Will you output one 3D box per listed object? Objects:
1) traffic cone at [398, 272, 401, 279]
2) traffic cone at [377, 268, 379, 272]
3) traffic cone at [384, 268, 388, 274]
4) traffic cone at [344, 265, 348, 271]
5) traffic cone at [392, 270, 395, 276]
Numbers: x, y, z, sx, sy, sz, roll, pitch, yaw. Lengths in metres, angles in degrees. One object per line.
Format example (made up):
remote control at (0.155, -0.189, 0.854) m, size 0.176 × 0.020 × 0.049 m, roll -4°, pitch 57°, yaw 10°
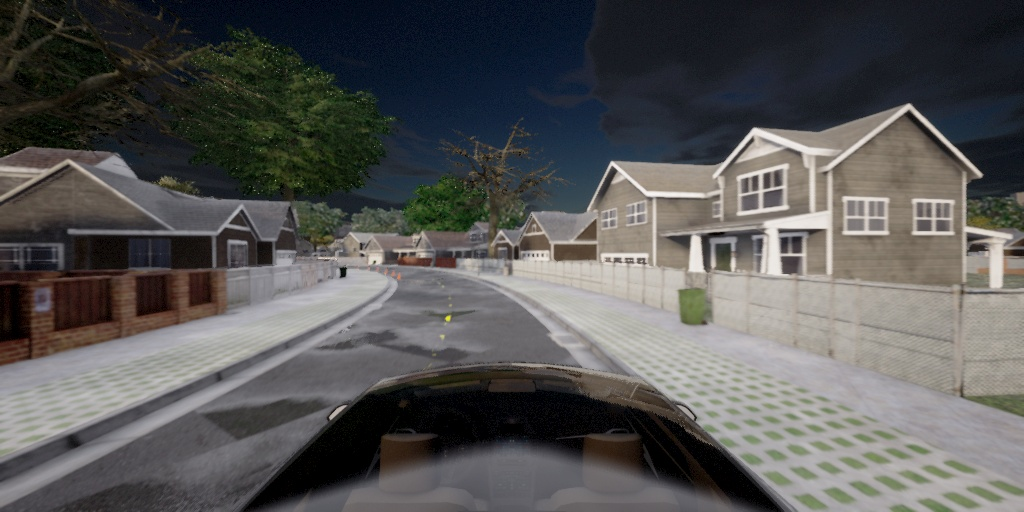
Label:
traffic cone at (-9.375, 1.628, 29.822) m, size 0.340 × 0.580 × 0.340 m, roll 0°, pitch 0°, yaw -22°
traffic cone at (-15.988, 1.598, 42.749) m, size 0.340 × 0.580 × 0.340 m, roll 0°, pitch 0°, yaw -32°
traffic cone at (-13.518, 1.605, 38.579) m, size 0.340 × 0.580 × 0.340 m, roll 0°, pitch 0°, yaw -29°
traffic cone at (-24.873, 1.593, 54.231) m, size 0.340 × 0.580 × 0.340 m, roll 0°, pitch 0°, yaw -43°
traffic cone at (-11.311, 1.615, 34.265) m, size 0.340 × 0.580 × 0.340 m, roll 0°, pitch 0°, yaw -25°
